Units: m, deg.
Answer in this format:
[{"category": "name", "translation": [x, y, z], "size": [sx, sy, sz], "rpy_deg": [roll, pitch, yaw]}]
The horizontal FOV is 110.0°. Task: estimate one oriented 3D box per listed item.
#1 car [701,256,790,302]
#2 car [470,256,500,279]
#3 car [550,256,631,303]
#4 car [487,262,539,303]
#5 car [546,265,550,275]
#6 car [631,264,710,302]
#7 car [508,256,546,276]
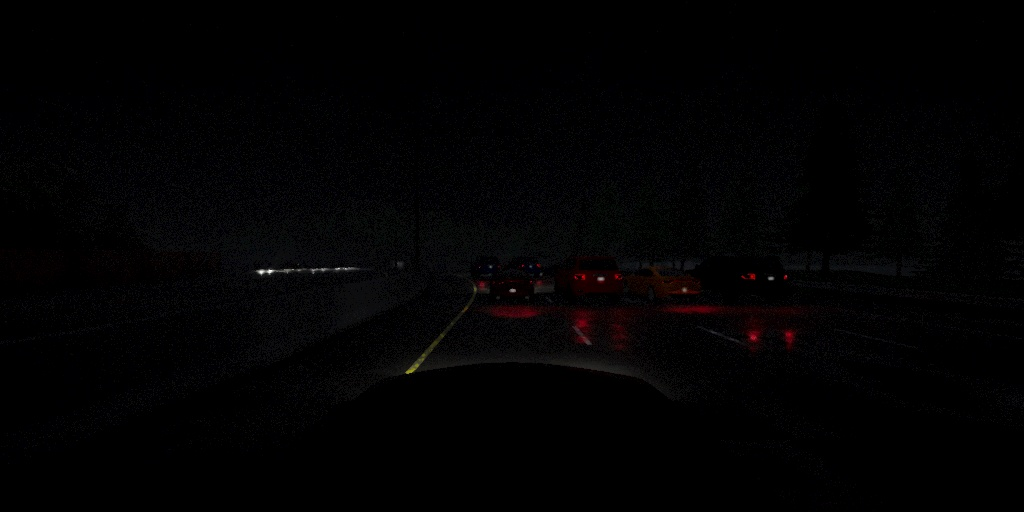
[{"category": "car", "translation": [10.405, 1.005, 17.247], "size": [2.150, 2.045, 5.566], "rpy_deg": [0, 0, -3]}, {"category": "car", "translation": [-2.431, 1.005, 32.628], "size": [2.150, 2.045, 5.566], "rpy_deg": [0, 0, -14]}, {"category": "car", "translation": [3.412, 1.005, 16.928], "size": [2.150, 2.045, 5.566], "rpy_deg": [0, 0, -3]}, {"category": "car", "translation": [-0.083, 1.232, 16.738], "size": [1.882, 1.535, 5.008], "rpy_deg": [0, 0, -3]}, {"category": "car", "translation": [4.355, 1.364, 34.343], "size": [1.895, 1.301, 4.718], "rpy_deg": [0, 0, -14]}, {"category": "car", "translation": [6.910, 1.232, 17.057], "size": [1.882, 1.535, 5.008], "rpy_deg": [0, 0, -3]}, {"category": "car", "translation": [0.962, 1.005, 33.486], "size": [2.150, 2.045, 5.566], "rpy_deg": [0, 0, -14]}]
